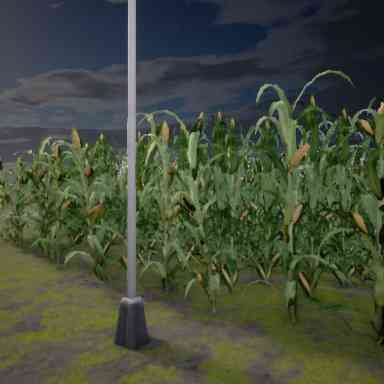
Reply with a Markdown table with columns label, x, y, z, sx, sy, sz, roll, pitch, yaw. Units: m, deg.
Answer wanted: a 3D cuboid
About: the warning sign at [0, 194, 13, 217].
| label | x | y | z | sx | sy | sz | roll | pitch | yaw |
| --- | --- | --- | --- | --- | --- | --- | --- | --- | --- |
| warning sign | -16.137 | 1.114 | 28.354 | 1.300 | 1.860 | 1.060 | 1 | 0 | 29 |
